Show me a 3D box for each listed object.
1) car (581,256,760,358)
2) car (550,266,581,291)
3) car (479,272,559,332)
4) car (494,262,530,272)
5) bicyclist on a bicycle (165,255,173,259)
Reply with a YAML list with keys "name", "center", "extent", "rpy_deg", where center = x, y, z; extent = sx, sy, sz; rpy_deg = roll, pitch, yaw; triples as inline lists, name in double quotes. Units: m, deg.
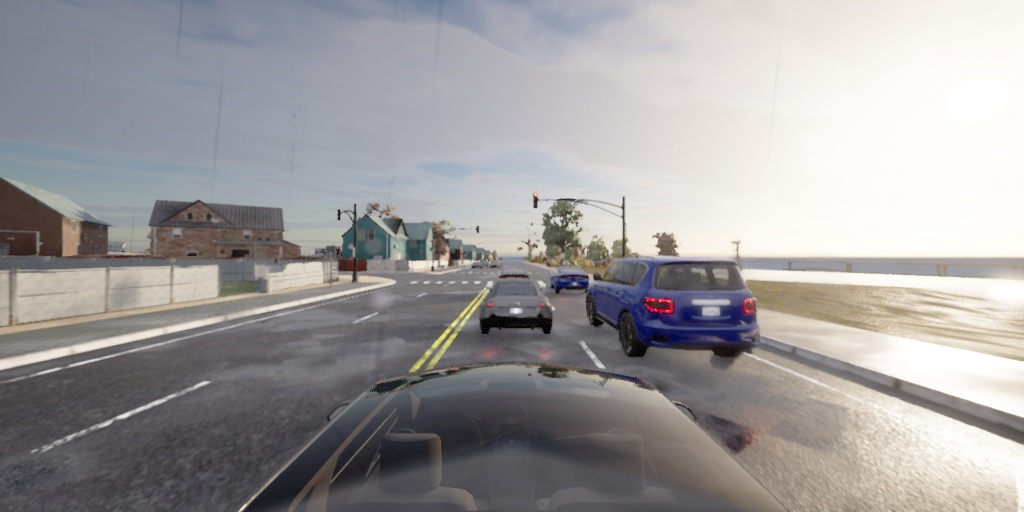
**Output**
- name: "car"
  center: [3.352, 1.014, 8.714]
  extent: [2.150, 2.045, 5.566]
  rpy_deg: [0, 0, 0]
- name: "car"
  center: [3.372, 1.340, 21.517]
  extent: [1.882, 1.535, 5.008]
  rpy_deg: [0, 0, 1]
- name: "car"
  center: [0.109, 1.365, 11.043]
  extent: [1.994, 1.385, 4.181]
  rpy_deg: [0, 0, 0]
- name: "car"
  center: [0.123, 1.340, 21.679]
  extent: [1.882, 1.535, 5.008]
  rpy_deg: [0, 0, 0]
- name: "bicyclist on a bicycle"
  center: [-29.580, 0.706, 30.887]
  extent: [0.582, 1.620, 1.656]
  rpy_deg: [1, 0, -35]
